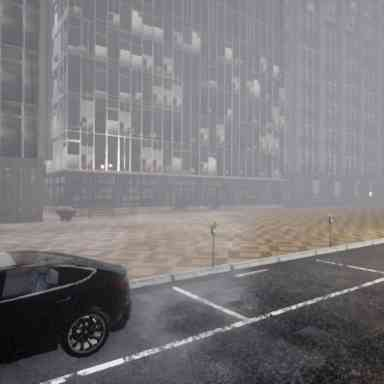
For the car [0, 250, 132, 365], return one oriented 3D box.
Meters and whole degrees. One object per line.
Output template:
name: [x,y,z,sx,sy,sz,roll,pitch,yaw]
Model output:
car: [-2.926,1.566,4.466,4.313,1.339,1.947,0,1,-35]
